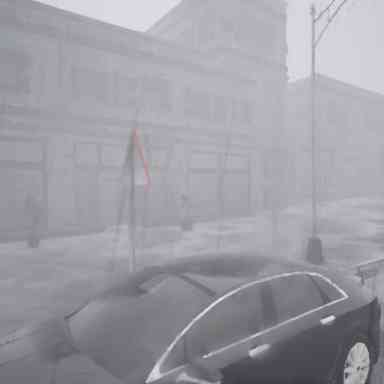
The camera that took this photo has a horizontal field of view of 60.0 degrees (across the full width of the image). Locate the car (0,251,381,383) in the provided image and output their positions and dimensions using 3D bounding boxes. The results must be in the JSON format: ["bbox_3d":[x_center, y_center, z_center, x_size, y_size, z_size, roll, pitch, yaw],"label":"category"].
[{"bbox_3d":[0.090,1.492,3.441,4.892,1.490,1.837,-1,0,-35],"label":"car"}]
